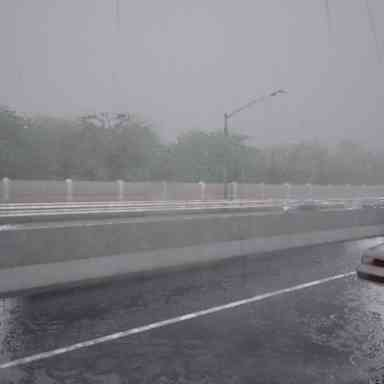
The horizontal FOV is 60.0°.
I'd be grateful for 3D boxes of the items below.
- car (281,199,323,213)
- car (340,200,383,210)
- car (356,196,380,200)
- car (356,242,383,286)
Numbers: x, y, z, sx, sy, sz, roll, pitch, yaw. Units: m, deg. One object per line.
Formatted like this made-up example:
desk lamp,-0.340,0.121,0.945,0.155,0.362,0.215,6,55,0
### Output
car,10.869,1.427,32.793,4.902,1.511,2.128,0,0,-34
car,13.690,1.545,26.256,4.718,1.301,1.895,0,0,-34
car,16.992,1.298,32.696,4.553,1.767,2.097,0,0,-34
car,6.139,1.515,8.059,5.357,1.411,2.033,0,0,-35
